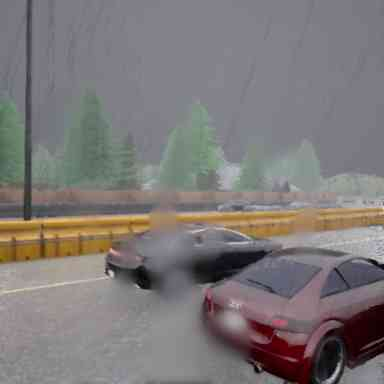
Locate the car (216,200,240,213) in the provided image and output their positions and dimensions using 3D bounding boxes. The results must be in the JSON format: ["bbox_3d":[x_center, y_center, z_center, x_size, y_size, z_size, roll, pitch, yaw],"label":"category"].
[{"bbox_3d":[4.899,1.617,38.196,4.902,1.511,2.128,1,0,-40],"label":"car"}]

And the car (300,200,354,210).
[{"bbox_3d":[12.661,1.728,30.980,5.357,1.411,2.033,1,0,-40],"label":"car"}]

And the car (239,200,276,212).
[{"bbox_3d":[7.679,1.747,35.934,4.718,1.301,1.895,1,0,-40],"label":"car"}]

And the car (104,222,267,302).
[{"bbox_3d":[0.325,1.512,8.308,4.902,1.511,2.128,0,0,-35],"label":"car"}]

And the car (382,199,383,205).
[{"bbox_3d":[38.715,1.770,65.487,1.837,1.490,4.892,0,0,34],"label":"car"}]

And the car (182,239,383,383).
[{"bbox_3d":[2.178,1.594,5.334,4.181,1.385,1.994,1,0,-35],"label":"car"}]

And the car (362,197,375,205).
[{"bbox_3d":[35.786,1.775,67.403,2.128,1.511,4.902,0,0,34],"label":"car"}]

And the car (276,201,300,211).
[{"bbox_3d":[11.078,1.699,34.259,4.674,1.442,1.812,1,0,-41],"label":"car"}]

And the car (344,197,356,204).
[{"bbox_3d":[32.858,1.708,69.319,1.882,1.535,5.008,0,0,34],"label":"car"}]
